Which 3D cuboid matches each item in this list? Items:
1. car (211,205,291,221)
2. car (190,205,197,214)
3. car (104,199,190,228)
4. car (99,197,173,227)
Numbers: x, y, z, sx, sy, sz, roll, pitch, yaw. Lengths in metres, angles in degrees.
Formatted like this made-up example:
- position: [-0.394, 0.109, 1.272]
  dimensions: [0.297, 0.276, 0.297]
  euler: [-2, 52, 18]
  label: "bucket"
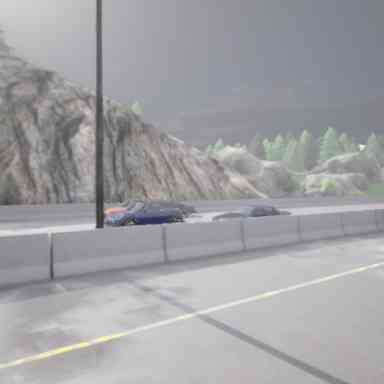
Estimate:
- position: [3.590, 1.469, 19.441]
  dimensions: [5.357, 1.411, 2.033]
  euler: [0, 0, -35]
  label: "car"
- position: [-2.167, 1.468, 28.230]
  dimensions: [5.357, 1.411, 2.033]
  euler: [0, 0, -35]
  label: "car"
- position: [-2.753, 1.304, 19.223]
  dimensions: [4.553, 1.767, 2.097]
  euler: [0, 0, -35]
  label: "car"
- position: [-3.786, 1.297, 22.785]
  dimensions: [4.553, 1.767, 2.097]
  euler: [0, 0, -35]
  label: "car"
